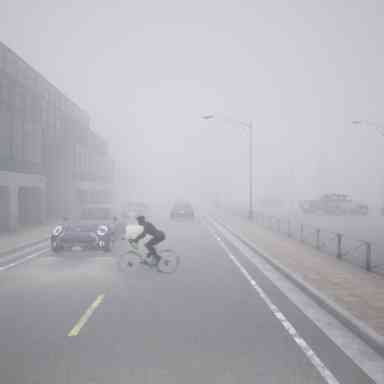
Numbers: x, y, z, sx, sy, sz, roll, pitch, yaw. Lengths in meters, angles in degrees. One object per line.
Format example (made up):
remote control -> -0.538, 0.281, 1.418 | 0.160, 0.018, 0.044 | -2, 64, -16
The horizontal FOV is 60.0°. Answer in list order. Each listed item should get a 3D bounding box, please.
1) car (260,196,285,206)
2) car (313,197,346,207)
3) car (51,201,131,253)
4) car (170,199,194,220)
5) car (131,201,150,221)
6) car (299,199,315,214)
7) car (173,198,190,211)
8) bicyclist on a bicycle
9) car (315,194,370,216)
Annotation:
car -> 12.197, 1.388, 50.481 | 3.633, 1.501, 1.845 | 0, 0, -2
car -> 19.716, 1.399, 47.760 | 3.806, 1.475, 1.970 | 0, 0, -2
car -> -4.027, 1.351, 13.645 | 2.097, 1.767, 4.553 | 0, 0, -2
car -> -0.837, 1.564, 28.559 | 1.994, 1.385, 4.181 | 0, 0, -2
car -> -4.458, 1.490, 26.664 | 2.128, 1.511, 4.902 | 0, 0, -2
car -> 12.704, 1.112, 31.903 | 4.605, 1.855, 1.932 | 0, 0, -2
car -> -1.321, 1.547, 42.202 | 2.033, 1.411, 5.357 | 0, 0, -2
bicyclist on a bicycle -> -1.191, 1.451, 8.967 | 1.656, 1.620, 0.582 | -2, 0, -2
car -> 13.217, 1.092, 29.014 | 3.866, 1.878, 1.905 | 0, 0, -2
